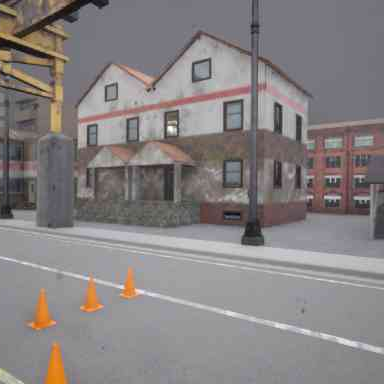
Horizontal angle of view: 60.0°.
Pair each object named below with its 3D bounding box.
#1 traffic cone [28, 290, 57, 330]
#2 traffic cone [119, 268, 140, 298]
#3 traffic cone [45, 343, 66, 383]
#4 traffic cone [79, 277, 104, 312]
[{"bbox_3d":[-2.528,1.949,5.617,0.340,0.580,0.340,0,0,36],"label":"traffic cone"},{"bbox_3d":[-1.358,1.949,7.239,0.340,0.580,0.340,0,0,36],"label":"traffic cone"},{"bbox_3d":[-1.492,1.952,3.636,0.340,0.580,0.340,0,0,36],"label":"traffic cone"},{"bbox_3d":[-1.943,1.949,6.428,0.340,0.580,0.340,0,0,36],"label":"traffic cone"}]
